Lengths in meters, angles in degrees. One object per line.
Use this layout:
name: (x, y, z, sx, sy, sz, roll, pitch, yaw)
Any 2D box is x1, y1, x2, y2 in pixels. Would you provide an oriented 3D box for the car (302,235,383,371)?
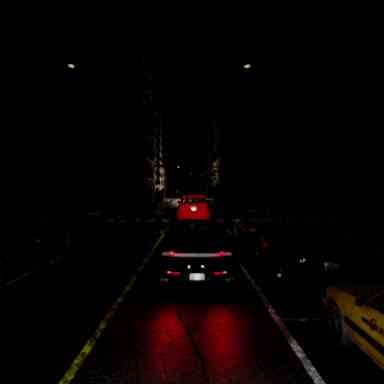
car: (2.867, 1.521, 3.463, 1.752, 1.417, 4.829, -1, 0, 0)

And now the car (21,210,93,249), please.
car: (-5.674, 1.528, 14.465, 1.887, 1.381, 4.507, -1, 0, 0)

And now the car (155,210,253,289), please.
car: (0.100, 1.482, 9.092, 2.128, 1.511, 4.902, 0, 0, 0)

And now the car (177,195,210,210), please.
car: (0.107, 1.193, 24.030, 2.150, 2.045, 5.566, 0, 0, 0)

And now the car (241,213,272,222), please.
car: (2.872, 1.565, 14.465, 1.802, 1.307, 4.206, -1, 0, 0)

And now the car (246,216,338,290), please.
car: (2.869, 1.555, 8.879, 1.947, 1.339, 4.313, -1, 0, 0)
